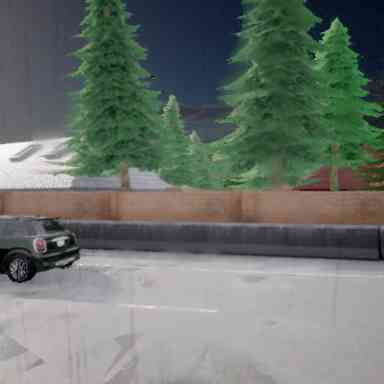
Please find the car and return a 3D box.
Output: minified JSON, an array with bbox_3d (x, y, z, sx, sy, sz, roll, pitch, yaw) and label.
[{"bbox_3d":[-5.744,1.471,9.837,4.553,1.767,2.097,0,-1,13],"label":"car"}]
